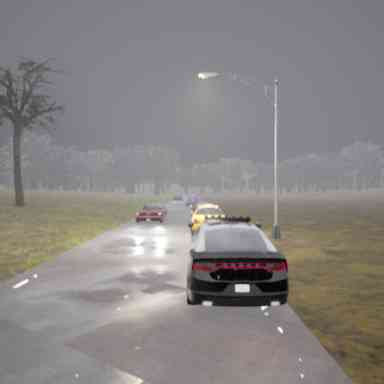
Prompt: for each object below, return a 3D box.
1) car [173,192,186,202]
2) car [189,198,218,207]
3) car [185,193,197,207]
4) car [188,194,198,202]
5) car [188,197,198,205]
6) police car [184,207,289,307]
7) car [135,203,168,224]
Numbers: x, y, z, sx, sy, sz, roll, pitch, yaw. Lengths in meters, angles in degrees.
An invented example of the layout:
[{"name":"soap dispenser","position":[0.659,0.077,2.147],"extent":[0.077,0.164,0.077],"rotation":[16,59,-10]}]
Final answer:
[{"name":"car","position":[-2.636,1.131,64.158],"extent":[2.033,1.411,5.357],"rotation":[0,1,1]},{"name":"car","position":[0.866,1.365,18.196],"extent":[1.801,1.575,5.366],"rotation":[0,0,0]},{"name":"car","position":[0.139,1.280,45.844],"extent":[2.033,1.411,5.357],"rotation":[0,0,1]},{"name":"car","position":[0.143,1.118,63.163],"extent":[1.812,1.442,4.674],"rotation":[0,0,0]},{"name":"car","position":[0.879,1.355,24.007],"extent":[1.882,1.535,5.008],"rotation":[0,0,0]},{"name":"police car","position":[0.843,1.387,8.116],"extent":[1.930,1.638,5.238],"rotation":[0,0,0]},{"name":"car","position":[-2.797,1.480,23.659],"extent":[1.895,1.301,4.718],"rotation":[0,0,0]}]
